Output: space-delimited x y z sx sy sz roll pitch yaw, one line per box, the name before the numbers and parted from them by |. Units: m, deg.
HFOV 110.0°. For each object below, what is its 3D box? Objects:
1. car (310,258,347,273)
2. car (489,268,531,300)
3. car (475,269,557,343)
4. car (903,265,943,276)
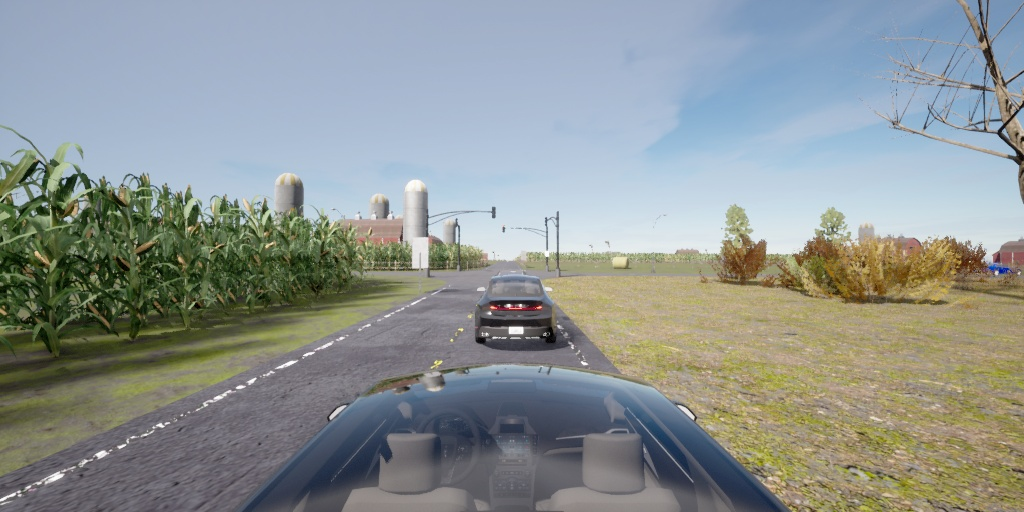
car | -19.828 0.931 37.659 4.553 1.767 2.097 0 -1 -3
car | 0.032 1.360 18.823 1.895 1.301 4.718 0 0 4
car | 0.080 1.259 9.672 1.837 1.490 4.892 0 0 0
car | 48.559 1.768 42.536 4.181 1.385 1.994 1 -1 -5
